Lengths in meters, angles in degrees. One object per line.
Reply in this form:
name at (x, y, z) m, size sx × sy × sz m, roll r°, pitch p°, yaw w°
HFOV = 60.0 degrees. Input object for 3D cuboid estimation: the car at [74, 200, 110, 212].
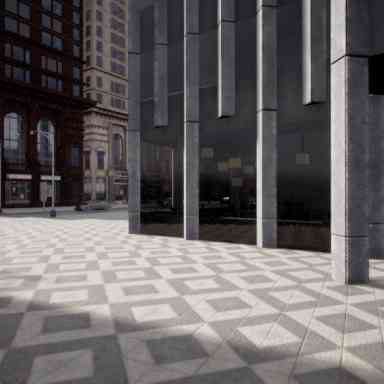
car at (-11.723, 1.645, 39.264) m, size 1.994 × 1.385 × 4.181 m, roll 0°, pitch 0°, yaw 37°
